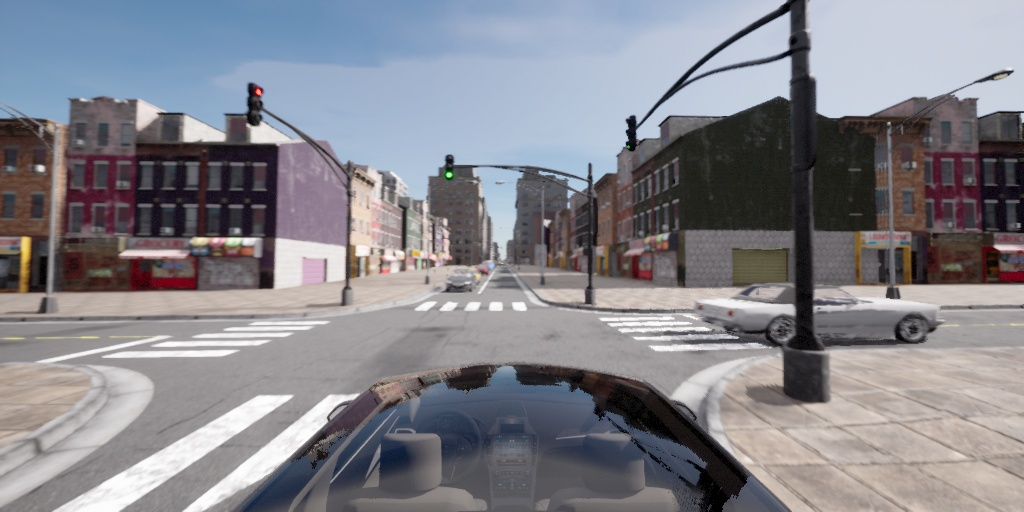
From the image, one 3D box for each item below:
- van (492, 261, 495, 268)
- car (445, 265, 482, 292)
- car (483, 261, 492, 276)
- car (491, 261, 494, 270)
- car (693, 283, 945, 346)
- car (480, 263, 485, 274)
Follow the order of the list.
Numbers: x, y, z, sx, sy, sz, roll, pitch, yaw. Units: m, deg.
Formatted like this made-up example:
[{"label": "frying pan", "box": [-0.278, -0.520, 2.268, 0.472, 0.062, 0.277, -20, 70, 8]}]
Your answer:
[{"label": "van", "box": [-4.332, 1.735, 62.950, 1.690, 1.789, 3.998, 0, 0, -2]}, {"label": "car", "box": [-3.269, 1.530, 23.426, 2.007, 1.370, 4.403, 0, 0, -2]}, {"label": "car", "box": [-3.876, 1.759, 46.013, 1.888, 1.381, 4.507, 0, 0, -2]}, {"label": "car", "box": [-4.028, 1.837, 51.658, 1.948, 1.339, 4.313, 0, 0, -2]}, {"label": "car", "box": [7.125, 1.308, 8.602, 4.718, 1.301, 1.895, -1, -2, -1]}, {"label": "car", "box": [-3.416, 1.566, 28.903, 1.751, 1.417, 4.829, 0, 0, -2]}]
